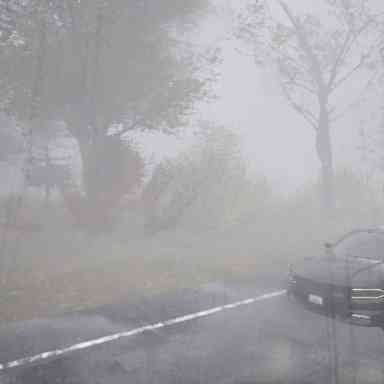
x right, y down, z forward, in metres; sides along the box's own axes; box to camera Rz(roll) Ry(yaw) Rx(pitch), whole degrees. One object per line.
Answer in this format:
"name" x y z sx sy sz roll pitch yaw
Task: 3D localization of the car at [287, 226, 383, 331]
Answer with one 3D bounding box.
"car" 4.055 1.475 6.880 5.008 1.535 1.882 0 0 -35
